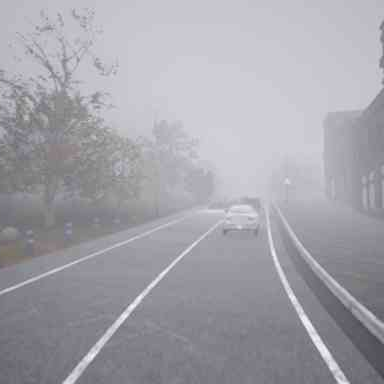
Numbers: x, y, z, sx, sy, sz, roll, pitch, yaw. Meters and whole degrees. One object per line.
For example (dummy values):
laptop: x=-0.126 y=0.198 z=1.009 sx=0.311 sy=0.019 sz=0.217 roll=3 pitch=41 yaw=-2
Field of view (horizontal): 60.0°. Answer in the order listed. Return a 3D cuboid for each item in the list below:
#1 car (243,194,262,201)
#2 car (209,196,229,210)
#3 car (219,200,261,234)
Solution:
car: x=6.563 y=0.999 z=36.319 sx=1.882 sy=1.535 sz=5.008 roll=-1 pitch=2 yaw=12
car: x=3.102 y=1.154 z=36.417 sx=1.994 sy=1.385 sz=4.181 roll=-1 pitch=1 yaw=13
car: x=2.784 y=1.438 z=18.630 sx=1.812 sy=1.442 sz=4.674 roll=-1 pitch=1 yaw=11
